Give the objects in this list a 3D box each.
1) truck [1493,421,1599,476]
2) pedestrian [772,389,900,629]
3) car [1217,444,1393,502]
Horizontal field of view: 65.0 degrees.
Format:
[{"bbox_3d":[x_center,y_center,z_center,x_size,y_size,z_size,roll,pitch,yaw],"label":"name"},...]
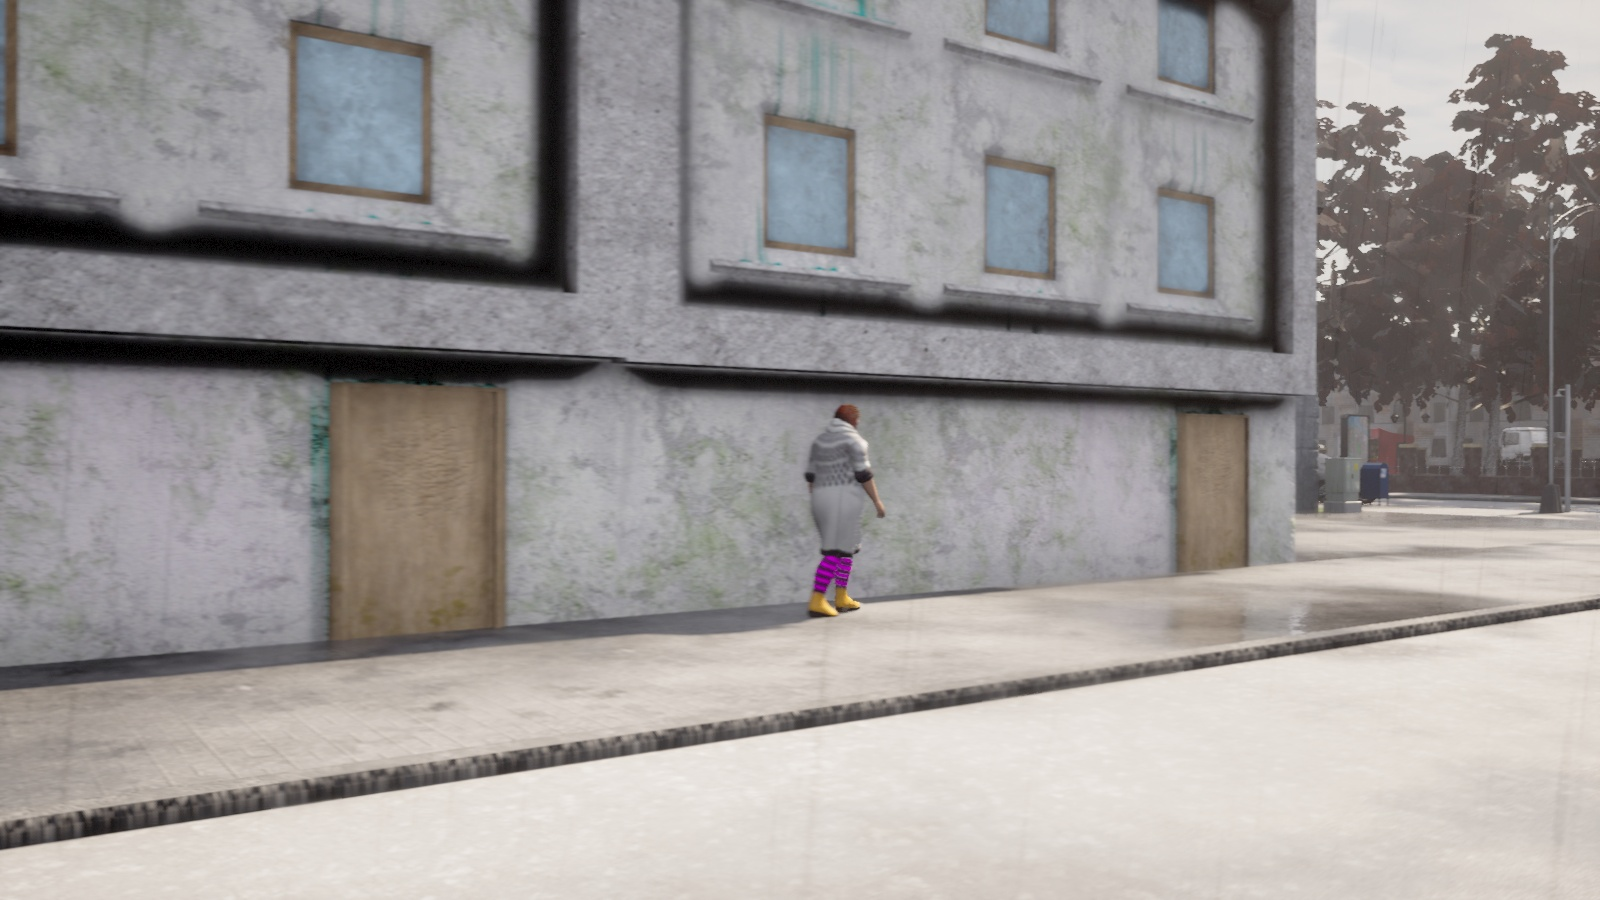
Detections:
[{"bbox_3d":[50.336,-0.085,82.452,2.891,3.462,7.936,0,0,-35],"label":"truck"},{"bbox_3d":[0.309,0.484,10.750,0.873,1.952,0.659,0,0,-35],"label":"pedestrian"},{"bbox_3d":[15.637,0.674,39.105,2.242,1.667,4.611,0,0,-34],"label":"car"}]
